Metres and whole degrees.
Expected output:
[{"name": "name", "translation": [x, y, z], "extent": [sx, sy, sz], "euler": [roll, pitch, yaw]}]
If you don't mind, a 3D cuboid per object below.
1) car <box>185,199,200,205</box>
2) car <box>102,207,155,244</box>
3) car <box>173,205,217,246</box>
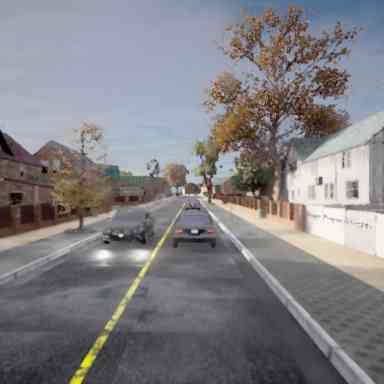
[{"name": "car", "translation": [0.099, 1.545, 39.050], "extent": [2.033, 1.411, 5.357], "euler": [0, 0, 0]}, {"name": "car", "translation": [-2.846, 1.504, 15.764], "extent": [1.837, 1.490, 4.892], "euler": [0, 0, 0]}, {"name": "car", "translation": [0.100, 1.547, 15.133], "extent": [2.033, 1.411, 5.357], "euler": [0, 0, 0]}]
